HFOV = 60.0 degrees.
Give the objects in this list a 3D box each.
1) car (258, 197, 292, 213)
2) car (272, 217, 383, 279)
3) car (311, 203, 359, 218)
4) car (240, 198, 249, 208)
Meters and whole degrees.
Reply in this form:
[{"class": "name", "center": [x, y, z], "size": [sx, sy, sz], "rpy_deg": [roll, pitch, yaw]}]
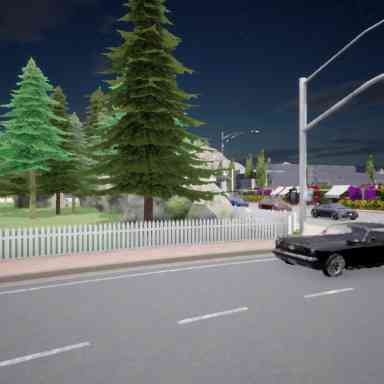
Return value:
[{"class": "car", "center": [9.337, 1.408, 37.718], "size": [2.097, 1.767, 4.553], "rpy_deg": [0, 0, -16]}, {"class": "car", "center": [4.815, 1.599, 10.004], "size": [4.718, 1.301, 1.895], "rpy_deg": [0, 0, -22]}, {"class": "car", "center": [12.090, 1.619, 28.427], "size": [1.994, 1.385, 4.181], "rpy_deg": [0, 0, -16]}, {"class": "car", "center": [6.409, 1.533, 47.613], "size": [1.882, 1.535, 5.008], "rpy_deg": [0, 0, -17]}]
